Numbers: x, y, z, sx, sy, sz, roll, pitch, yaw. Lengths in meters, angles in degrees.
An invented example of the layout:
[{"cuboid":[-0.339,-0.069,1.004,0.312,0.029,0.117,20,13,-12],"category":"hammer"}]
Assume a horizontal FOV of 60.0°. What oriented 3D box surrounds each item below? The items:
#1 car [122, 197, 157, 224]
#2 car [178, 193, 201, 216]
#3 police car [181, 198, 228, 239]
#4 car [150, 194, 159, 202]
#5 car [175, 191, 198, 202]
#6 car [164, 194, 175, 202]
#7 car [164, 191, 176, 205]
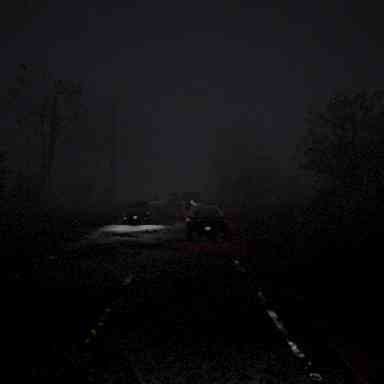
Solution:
[{"cuboid":[-3.741,1.357,23.609,1.837,1.490,4.892,0,0,-3],"category":"car"},{"cuboid":[0.137,1.181,26.615,2.097,1.767,4.553,0,0,-3],"category":"car"},{"cuboid":[0.590,1.317,16.717,1.930,1.638,5.238,0,0,-2],"category":"police car"},{"cuboid":[-7.426,1.150,64.852,2.033,1.411,5.357,0,0,-7],"category":"car"},{"cuboid":[-0.240,1.016,32.692,2.150,2.045,5.566,0,0,-4],"category":"car"},{"cuboid":[-4.654,1.090,67.302,1.837,1.490,4.892,0,0,-8],"category":"car"},{"cuboid":[-2.651,0.904,50.753,2.150,2.045,5.566,0,0,-6],"category":"car"}]
